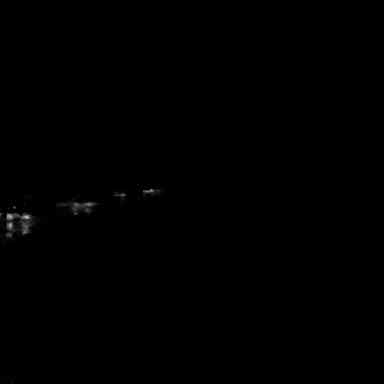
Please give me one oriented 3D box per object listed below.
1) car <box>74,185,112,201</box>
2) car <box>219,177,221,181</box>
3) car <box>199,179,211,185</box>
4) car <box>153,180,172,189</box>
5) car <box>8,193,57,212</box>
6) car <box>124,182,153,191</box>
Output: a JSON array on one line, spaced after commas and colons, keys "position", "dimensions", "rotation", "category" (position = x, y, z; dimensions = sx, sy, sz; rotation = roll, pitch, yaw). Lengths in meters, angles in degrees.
[{"position": [-11.152, -0.177, 38.199], "dimensions": [2.150, 2.045, 5.566], "rotation": [0, 5, 17], "category": "car"}, {"position": [5.213, -2.897, 70.448], "dimensions": [1.837, 1.490, 4.892], "rotation": [0, 5, 20], "category": "car"}, {"position": [1.341, -1.936, 60.942], "dimensions": [1.895, 1.301, 4.718], "rotation": [0, 5, 23], "category": "car"}, {"position": [-5.021, -1.387, 54.879], "dimensions": [2.128, 1.511, 4.902], "rotation": [0, 5, 23], "category": "car"}, {"position": [-13.627, 0.815, 28.750], "dimensions": [1.812, 1.442, 4.674], "rotation": [0, 3, 13], "category": "car"}, {"position": [-7.912, -0.719, 47.609], "dimensions": [1.837, 1.490, 4.892], "rotation": [0, 5, 21], "category": "car"}]
